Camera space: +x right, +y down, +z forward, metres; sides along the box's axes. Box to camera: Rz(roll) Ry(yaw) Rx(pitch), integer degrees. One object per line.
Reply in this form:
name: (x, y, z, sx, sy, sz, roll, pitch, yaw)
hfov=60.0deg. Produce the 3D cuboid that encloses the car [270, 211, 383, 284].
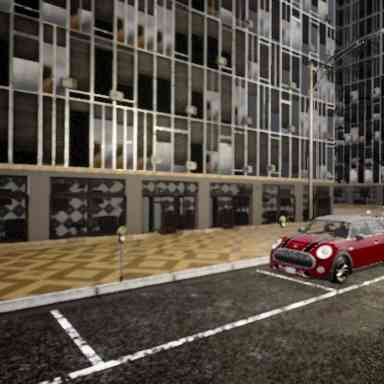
car: (4.097, 1.426, 9.476, 4.097, 1.590, 1.967, 0, 1, -36)
